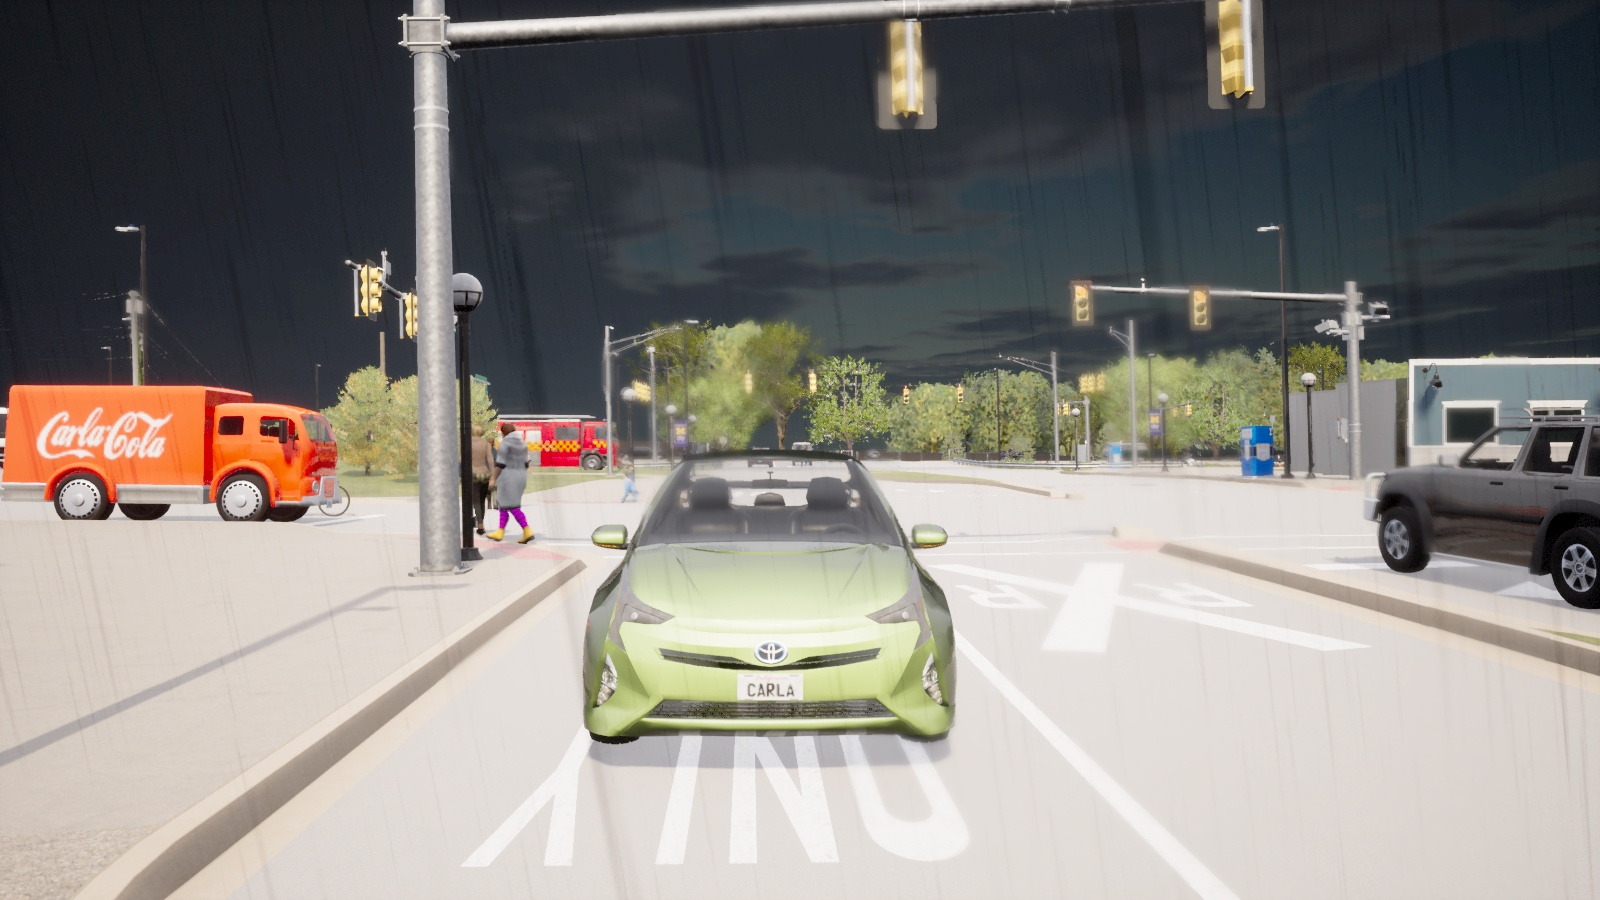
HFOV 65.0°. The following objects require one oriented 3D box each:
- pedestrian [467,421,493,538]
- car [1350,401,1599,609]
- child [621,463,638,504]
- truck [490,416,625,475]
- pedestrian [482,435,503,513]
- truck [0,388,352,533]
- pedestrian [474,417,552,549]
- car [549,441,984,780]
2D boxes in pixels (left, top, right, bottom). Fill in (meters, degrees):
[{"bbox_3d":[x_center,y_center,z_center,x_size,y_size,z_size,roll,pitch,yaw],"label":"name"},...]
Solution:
[{"bbox_3d":[-5.133,0.471,20.127,0.331,1.846,0.634,-2,-1,-16],"label":"pedestrian"},{"bbox_3d":[7.885,0.437,13.016,1.932,1.855,4.605,-1,1,-7],"label":"car"},{"bbox_3d":[-5.268,1.030,38.760,0.437,1.263,0.270,-2,-1,40],"label":"child"},{"bbox_3d":[-15.985,-0.276,83.350,8.468,3.827,2.891,0,-1,-3],"label":"truck"},{"bbox_3d":[-7.431,0.576,30.351,0.370,1.835,0.726,-2,-1,-20],"label":"pedestrian"},{"bbox_3d":[-11.177,0.198,22.731,5.204,2.467,2.627,0,-1,-2],"label":"truck"},{"bbox_3d":[-4.359,0.500,19.081,0.873,1.952,0.659,-2,-1,20],"label":"pedestrian"},{"bbox_3d":[-0.205,0.725,8.079,2.007,1.525,4.514,0,1,-1],"label":"car"}]
